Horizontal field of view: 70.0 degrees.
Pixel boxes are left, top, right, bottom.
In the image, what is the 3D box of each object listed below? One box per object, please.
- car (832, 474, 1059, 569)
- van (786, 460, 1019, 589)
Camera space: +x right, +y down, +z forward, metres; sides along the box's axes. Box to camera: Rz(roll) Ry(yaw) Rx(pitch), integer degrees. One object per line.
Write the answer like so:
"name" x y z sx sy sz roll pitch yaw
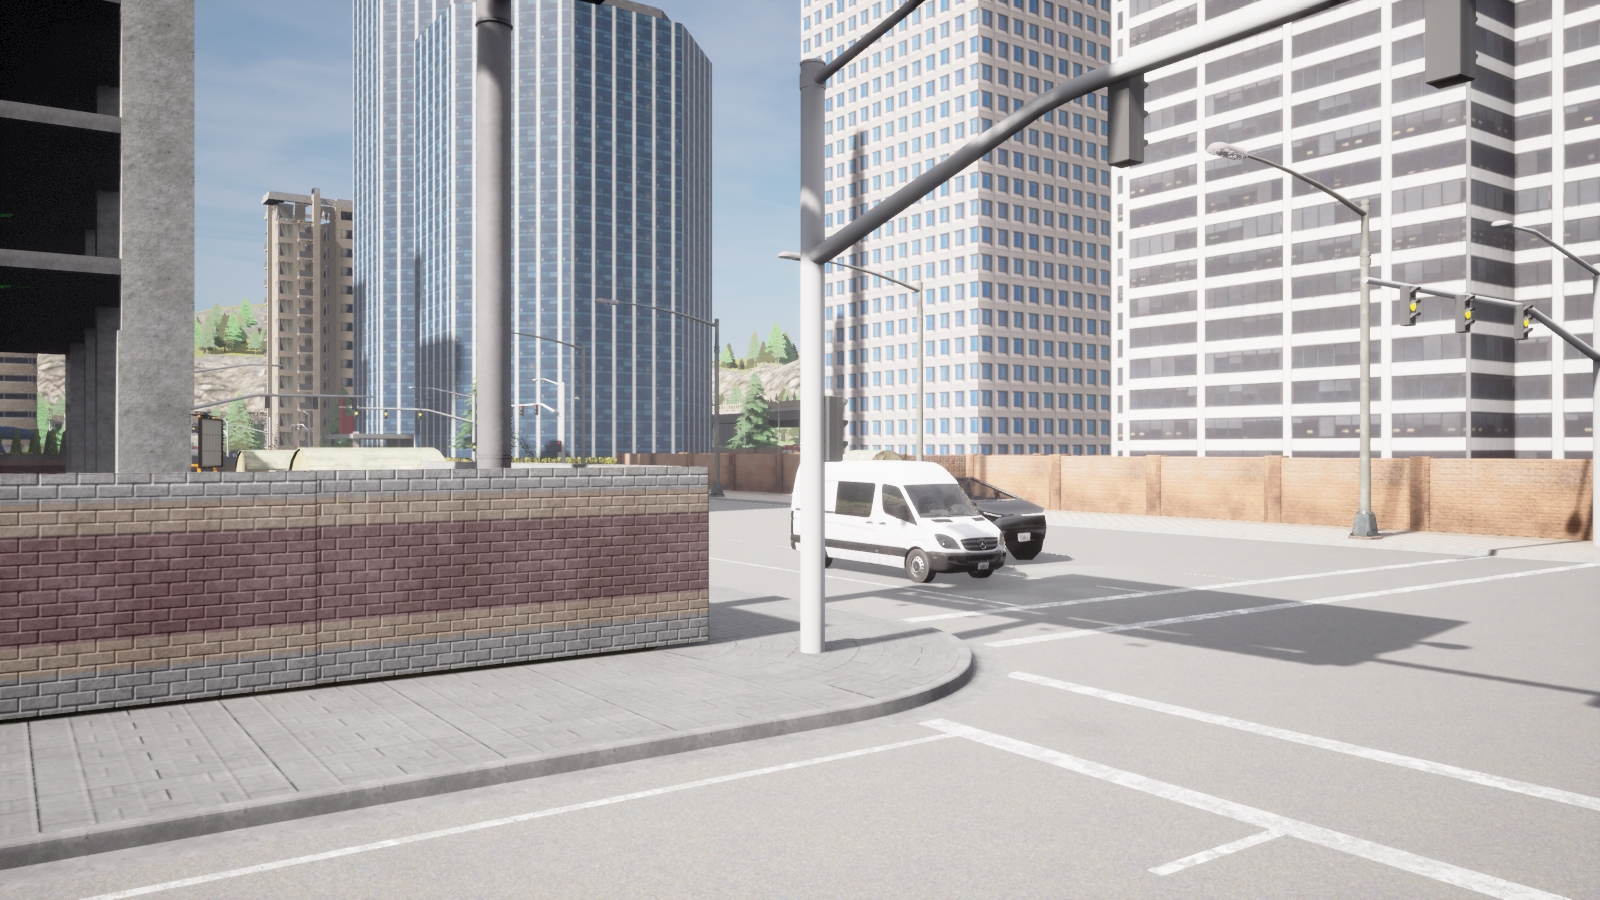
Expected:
"car" 3.654 1.752 30.193 2.390 2.098 6.274 0 0 -35
"van" 2.162 1.533 26.216 1.988 2.561 5.915 0 0 -35
